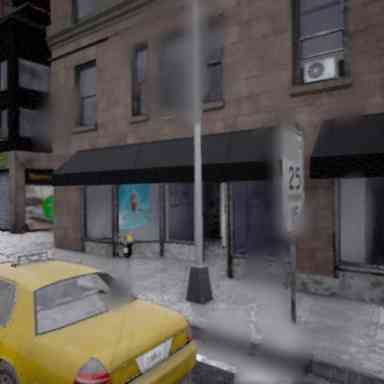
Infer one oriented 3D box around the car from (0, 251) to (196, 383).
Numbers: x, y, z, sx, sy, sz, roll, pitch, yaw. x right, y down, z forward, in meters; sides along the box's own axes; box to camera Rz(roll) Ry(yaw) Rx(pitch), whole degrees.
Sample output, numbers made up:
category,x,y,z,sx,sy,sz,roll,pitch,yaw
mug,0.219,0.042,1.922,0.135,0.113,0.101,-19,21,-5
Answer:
category,x,y,z,sx,sy,sz,roll,pitch,yaw
car,-2.253,1.472,4.398,4.829,1.417,1.752,0,0,34
